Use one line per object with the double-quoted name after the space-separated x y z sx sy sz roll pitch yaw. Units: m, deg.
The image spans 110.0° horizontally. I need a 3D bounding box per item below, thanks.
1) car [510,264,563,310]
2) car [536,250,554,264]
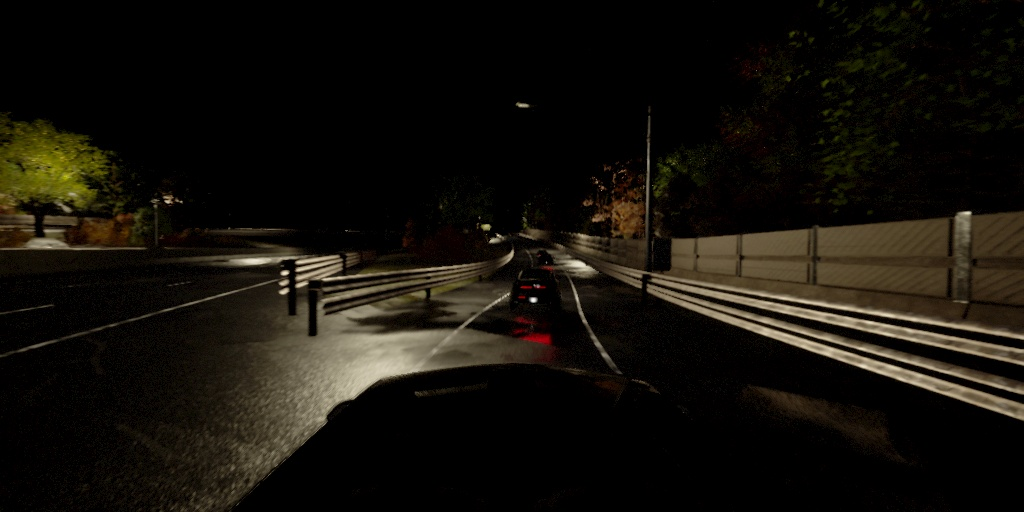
1.062 1.277 14.878 1.837 1.490 4.892 0 0 8 "car"
4.391 0.404 46.764 1.837 1.490 4.892 1 3 3 "car"
